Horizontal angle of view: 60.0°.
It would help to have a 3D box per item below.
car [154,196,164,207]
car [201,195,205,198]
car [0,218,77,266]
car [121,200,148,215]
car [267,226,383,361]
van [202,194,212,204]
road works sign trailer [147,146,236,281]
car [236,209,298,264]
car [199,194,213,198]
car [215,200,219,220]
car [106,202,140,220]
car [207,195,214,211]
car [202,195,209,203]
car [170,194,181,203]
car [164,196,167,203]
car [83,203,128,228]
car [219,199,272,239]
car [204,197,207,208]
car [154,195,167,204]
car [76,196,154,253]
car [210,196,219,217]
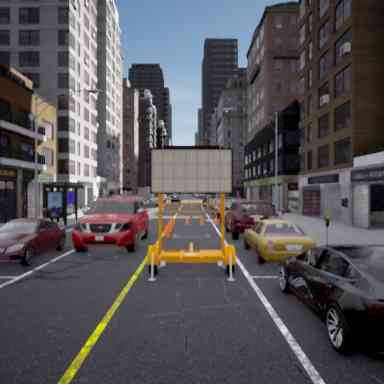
[{"bbox_3d":[-5.732,1.530,50.070,1.802,1.307,4.206,0,0,0],"label":"car"},{"bbox_3d":[2.794,1.514,50.088,1.947,1.339,4.313,0,0,0],"label":"car"},{"bbox_3d":[-5.682,1.570,11.394,1.802,1.307,4.206,0,0,0],"label":"car"},{"bbox_3d":[-5.710,1.531,33.494,1.947,1.339,4.313,0,0,0],"label":"car"},{"bbox_3d":[2.851,1.560,5.900,1.947,1.339,4.313,0,0,0],"label":"car"},{"bbox_3d":[2.780,1.277,61.136,1.690,1.788,3.998,0,0,0],"label":"van"},{"bbox_3d":[-0.012,0.455,9.799,2.380,3.560,2.880,0,0,0],"label":"road works sign trailer"},{"bbox_3d":[2.844,1.514,11.593,1.752,1.417,4.829,0,0,0],"label":"car"},{"bbox_3d":[2.787,1.257,55.612,2.192,1.841,5.009,0,0,0],"label":"car"},{"bbox_3d":[2.829,1.502,22.641,1.752,1.417,4.829,0,0,0],"label":"car"},{"bbox_3d":[-5.704,1.537,27.969,1.947,1.339,4.313,0,0,0],"label":"car"},{"bbox_3d":[2.815,1.405,33.518,1.967,1.590,4.097,0,0,0],"label":"car"},{"bbox_3d":[2.801,1.504,44.565,2.008,1.369,4.403,0,0,0],"label":"car"},{"bbox_3d":[-3.092,1.534,63.728,1.895,1.301,4.718,0,0,0],"label":"car"},{"bbox_3d":[-5.739,1.508,55.595,1.947,1.339,4.313,0,0,0],"label":"car"},{"bbox_3d":[-5.696,1.522,22.444,1.887,1.381,4.507,0,0,0],"label":"car"},{"bbox_3d":[2.837,1.298,16.946,2.192,1.841,5.009,0,0,0],"label":"car"},{"bbox_3d":[2.808,1.510,39.041,2.008,1.369,4.403,0,0,0],"label":"car"},{"bbox_3d":[-5.746,1.376,61.119,1.967,1.590,4.097,0,0,0],"label":"car"},{"bbox_3d":[-3.118,1.207,13.960,2.150,2.045,5.566,0,0,0],"label":"car"},{"bbox_3d":[2.822,1.411,27.994,1.967,1.590,4.097,0,0,0],"label":"car"}]
